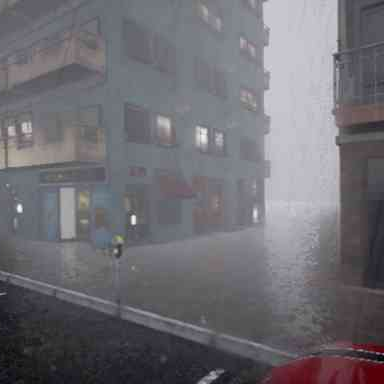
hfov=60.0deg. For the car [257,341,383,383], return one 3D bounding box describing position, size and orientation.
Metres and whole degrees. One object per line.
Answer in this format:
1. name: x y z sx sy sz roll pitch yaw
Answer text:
1. car: 2.035 1.439 1.433 4.097 1.590 1.967 0 -1 36
